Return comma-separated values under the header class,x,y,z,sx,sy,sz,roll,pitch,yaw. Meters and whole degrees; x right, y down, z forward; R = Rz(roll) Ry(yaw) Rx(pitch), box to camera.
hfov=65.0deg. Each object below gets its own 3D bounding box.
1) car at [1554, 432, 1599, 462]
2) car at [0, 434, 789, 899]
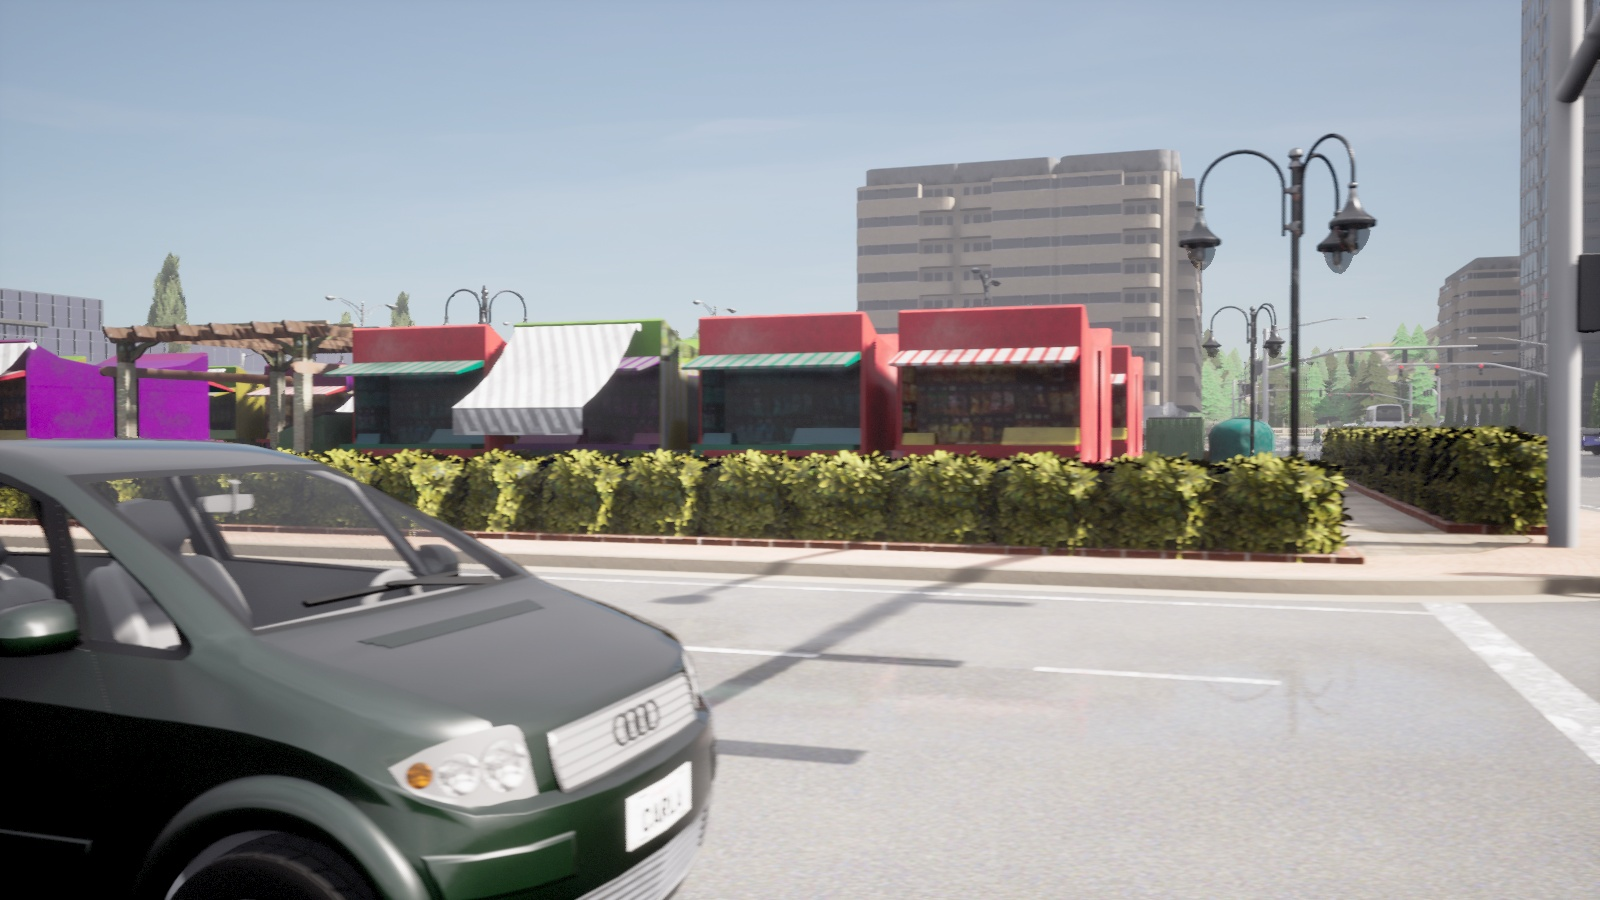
class,x,y,z,sx,sy,sz,roll,pitch,yaw
car,42.239,-0.176,67.501,2.007,1.525,4.514,1,1,18
car,-2.079,0.731,3.892,3.705,1.549,1.789,0,1,19
